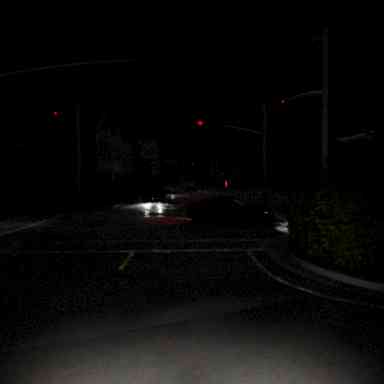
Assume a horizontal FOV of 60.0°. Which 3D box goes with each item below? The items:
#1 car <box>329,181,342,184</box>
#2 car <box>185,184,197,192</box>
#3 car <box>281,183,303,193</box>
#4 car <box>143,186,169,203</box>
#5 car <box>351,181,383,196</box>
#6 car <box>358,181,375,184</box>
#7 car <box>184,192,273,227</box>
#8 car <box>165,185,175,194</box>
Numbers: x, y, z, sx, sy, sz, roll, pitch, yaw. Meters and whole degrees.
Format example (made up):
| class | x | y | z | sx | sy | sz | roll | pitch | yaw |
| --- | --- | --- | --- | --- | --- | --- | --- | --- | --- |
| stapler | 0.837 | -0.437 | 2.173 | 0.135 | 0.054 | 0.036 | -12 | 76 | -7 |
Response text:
| class | x | y | z | sx | sy | sz | roll | pitch | yaw |
| --- | --- | --- | --- | --- | --- | --- | --- | --- | --- |
| car | 25.301 | -1.094 | 59.512 | 2.152 | 1.636 | 5.027 | -1 | 2 | 0 |
| car | -0.176 | -0.618 | 58.717 | 1.812 | 1.442 | 4.674 | -1 | 2 | 0 |
| car | 15.263 | -0.581 | 52.098 | 2.007 | 1.523 | 4.514 | -1 | 2 | 0 |
| car | -3.704 | 0.365 | 33.117 | 1.994 | 1.385 | 4.181 | -1 | 2 | 0 |
| car | 22.257 | -0.501 | 42.122 | 1.932 | 1.855 | 4.605 | -1 | 2 | 0 |
| car | 19.013 | -0.208 | 34.241 | 1.905 | 1.878 | 3.866 | -1 | 2 | 0 |
| car | 1.900 | 0.942 | 17.646 | 4.674 | 1.442 | 1.812 | 0 | 4 | 19 |
| car | -3.742 | -0.448 | 53.592 | 1.882 | 1.535 | 5.008 | -1 | 2 | 0 |
